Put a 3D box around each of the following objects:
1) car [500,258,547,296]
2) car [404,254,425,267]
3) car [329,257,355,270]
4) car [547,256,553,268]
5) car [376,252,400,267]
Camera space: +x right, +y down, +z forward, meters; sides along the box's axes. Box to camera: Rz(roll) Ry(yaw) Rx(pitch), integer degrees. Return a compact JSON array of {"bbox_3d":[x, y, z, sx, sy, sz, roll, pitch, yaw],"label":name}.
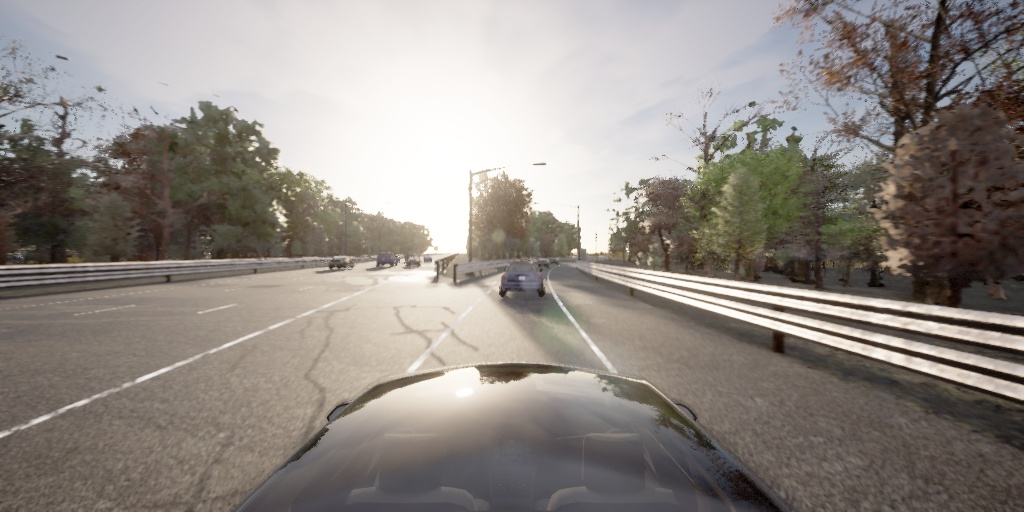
[{"bbox_3d":[0.583,1.058,18.997,2.097,1.767,4.553,0,0,3],"label":"car"},{"bbox_3d":[-14.358,0.822,52.739,1.812,1.442,4.674,0,0,-8],"label":"car"},{"bbox_3d":[-19.853,0.853,41.999,1.837,1.490,4.892,0,0,-8],"label":"car"},{"bbox_3d":[5.103,1.149,57.515,1.837,1.490,4.892,0,-1,10],"label":"car"},{"bbox_3d":[-17.586,0.517,50.652,2.150,2.045,5.566,0,0,-8],"label":"car"}]
